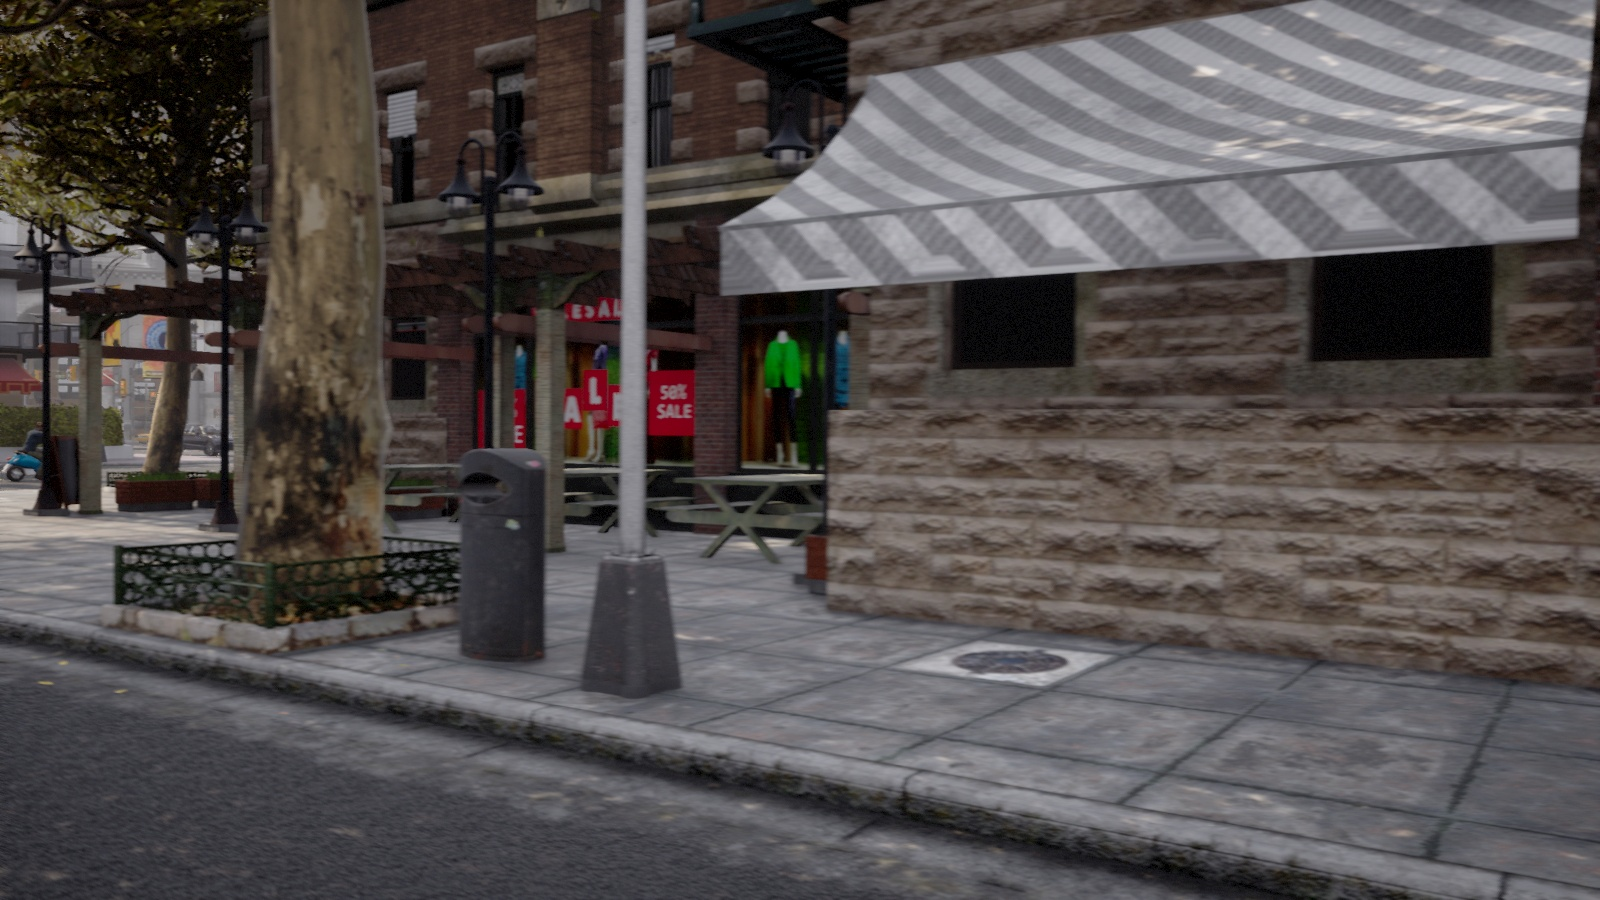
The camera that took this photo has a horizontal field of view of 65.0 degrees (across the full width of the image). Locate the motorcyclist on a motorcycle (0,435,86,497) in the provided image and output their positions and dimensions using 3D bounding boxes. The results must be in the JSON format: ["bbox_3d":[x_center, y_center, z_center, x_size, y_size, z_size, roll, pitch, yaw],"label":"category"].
[{"bbox_3d":[-20.256,0.410,33.561,0.866,1.590,1.817,0,1,33],"label":"motorcyclist on a motorcycle"}]

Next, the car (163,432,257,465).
[{"bbox_3d":[-30.930,-0.108,65.789,5.027,1.651,2.152,0,1,34],"label":"car"}]
